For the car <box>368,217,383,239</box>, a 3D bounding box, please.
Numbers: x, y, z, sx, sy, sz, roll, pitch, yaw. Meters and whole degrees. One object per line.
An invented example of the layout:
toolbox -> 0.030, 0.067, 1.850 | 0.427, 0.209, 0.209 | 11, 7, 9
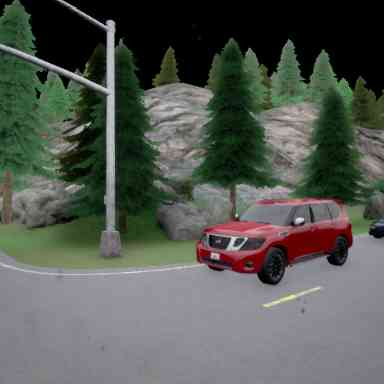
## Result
car -> 10.777, 1.560, 16.526 | 5.357, 1.411, 2.033 | 0, 0, -39

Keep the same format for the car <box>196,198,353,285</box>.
car -> 2.696, 1.225, 9.937 | 5.566, 2.045, 2.150 | 0, 0, -40
